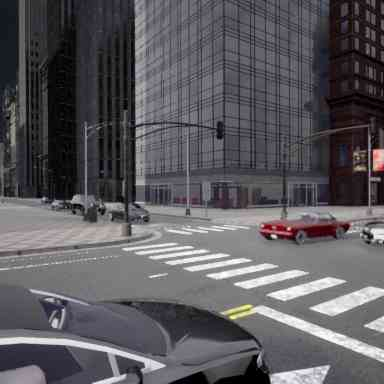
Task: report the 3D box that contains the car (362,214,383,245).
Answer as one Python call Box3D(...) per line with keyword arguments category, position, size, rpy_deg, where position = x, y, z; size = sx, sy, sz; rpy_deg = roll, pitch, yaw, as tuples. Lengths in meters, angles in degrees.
Box3D(category="car", position=(9.268, 1.494, 14.398), size=(4.902, 1.511, 2.128), rpy_deg=(0, 0, -36))

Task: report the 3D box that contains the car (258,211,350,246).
Box3D(category="car", position=(5.312, 1.602, 15.550), size=(4.718, 1.301, 1.895), rpy_deg=(0, 0, -36))

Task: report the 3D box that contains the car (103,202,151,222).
Box3D(category="car", position=(-4.991, 1.555, 26.028), size=(1.837, 1.490, 4.892), rpy_deg=(0, 0, -35))

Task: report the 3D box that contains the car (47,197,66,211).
Box3D(category="car", position=(-16.541, 1.660, 42.328), size=(1.994, 1.385, 4.181), rpy_deg=(0, 0, -36))

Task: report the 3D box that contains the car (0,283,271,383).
Box3D(category="car", position=(-1.493, 1.491, 2.373), size=(4.902, 1.511, 2.128), rpy_deg=(0, 0, -36))

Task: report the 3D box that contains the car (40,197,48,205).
Box3D(category="car", position=(-27.626, 1.652, 63.473), size=(1.837, 1.490, 4.892), rpy_deg=(0, 0, -35))

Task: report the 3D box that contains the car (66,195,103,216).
Box3D(category="car", position=(-10.741, 1.294, 34.130), size=(2.150, 2.045, 5.566), rpy_deg=(0, 0, -36))
